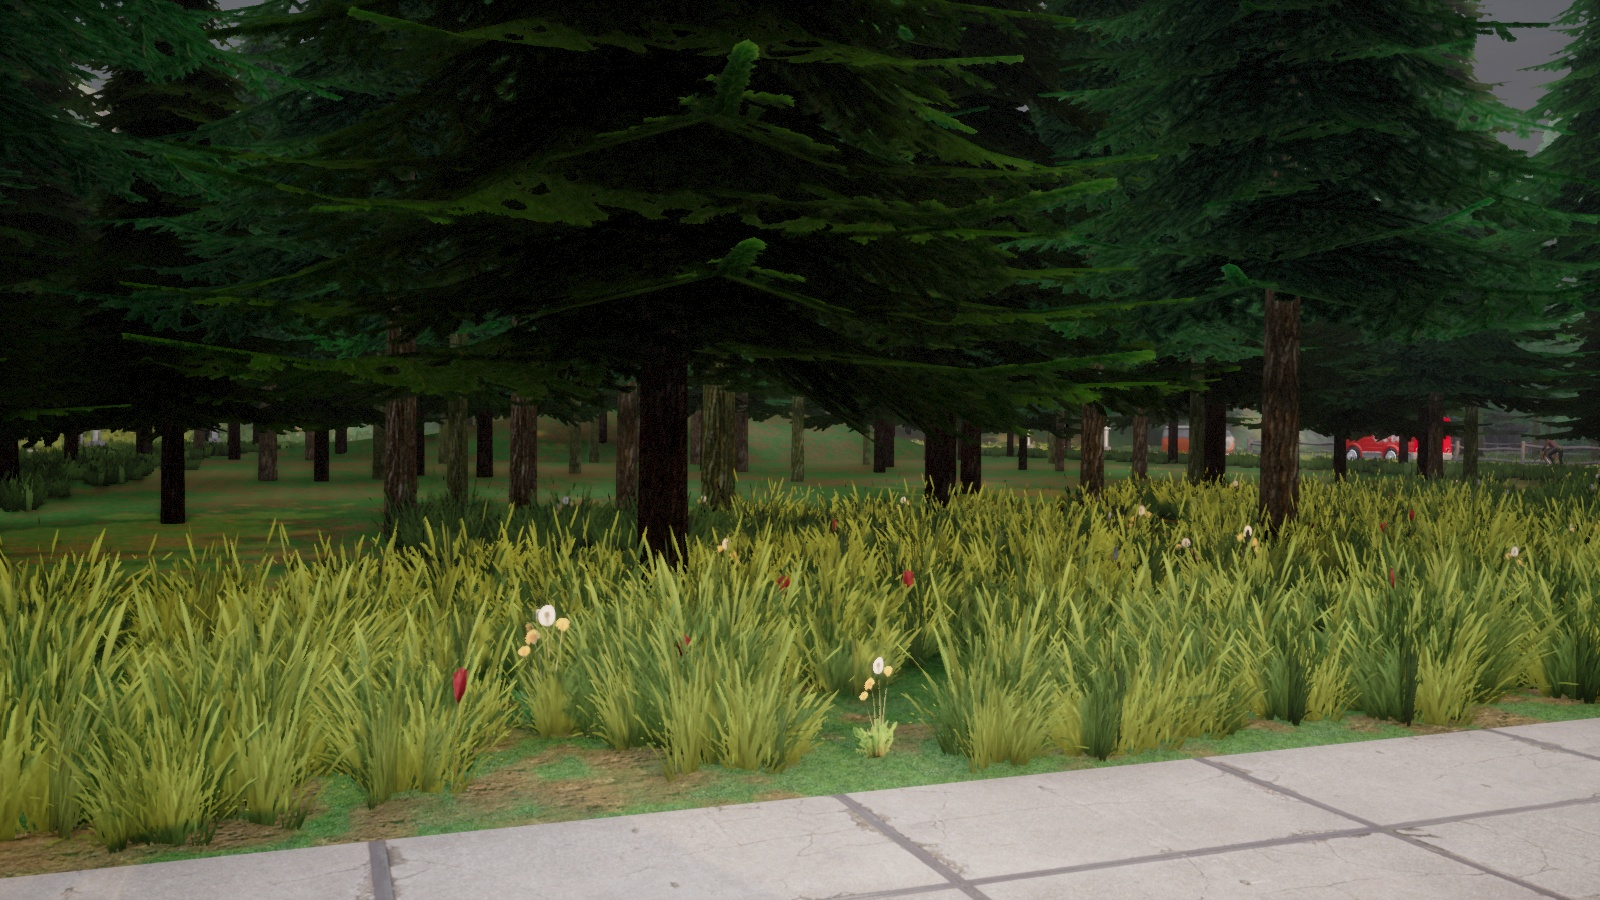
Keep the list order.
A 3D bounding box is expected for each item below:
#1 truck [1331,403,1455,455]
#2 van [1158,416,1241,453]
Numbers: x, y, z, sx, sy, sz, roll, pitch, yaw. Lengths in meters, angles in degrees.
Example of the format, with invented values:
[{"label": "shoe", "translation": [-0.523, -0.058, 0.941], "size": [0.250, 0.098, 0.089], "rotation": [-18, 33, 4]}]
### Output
[{"label": "truck", "translation": [29.091, -1.036, 61.830], "size": [2.627, 2.467, 5.204], "rotation": [-1, 1, -20]}, {"label": "van", "translation": [22.245, -0.856, 70.064], "size": [1.775, 1.987, 4.442], "rotation": [-1, 1, -27]}]
